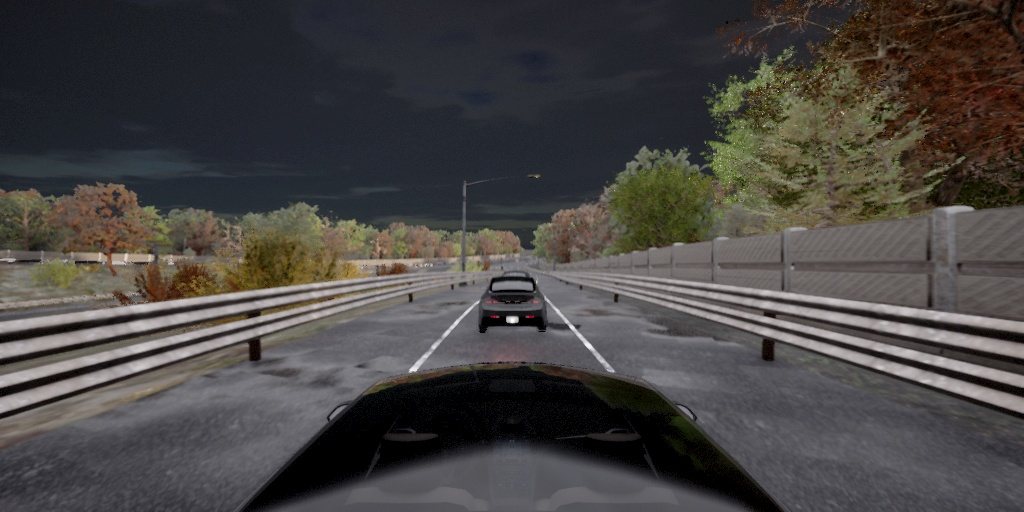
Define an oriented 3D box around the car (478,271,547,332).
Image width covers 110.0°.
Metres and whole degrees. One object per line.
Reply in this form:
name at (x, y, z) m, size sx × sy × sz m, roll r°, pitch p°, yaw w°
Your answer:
car at (0.028, 1.355, 11.229) m, size 1.837 × 1.490 × 4.892 m, roll 0°, pitch -1°, yaw 0°
